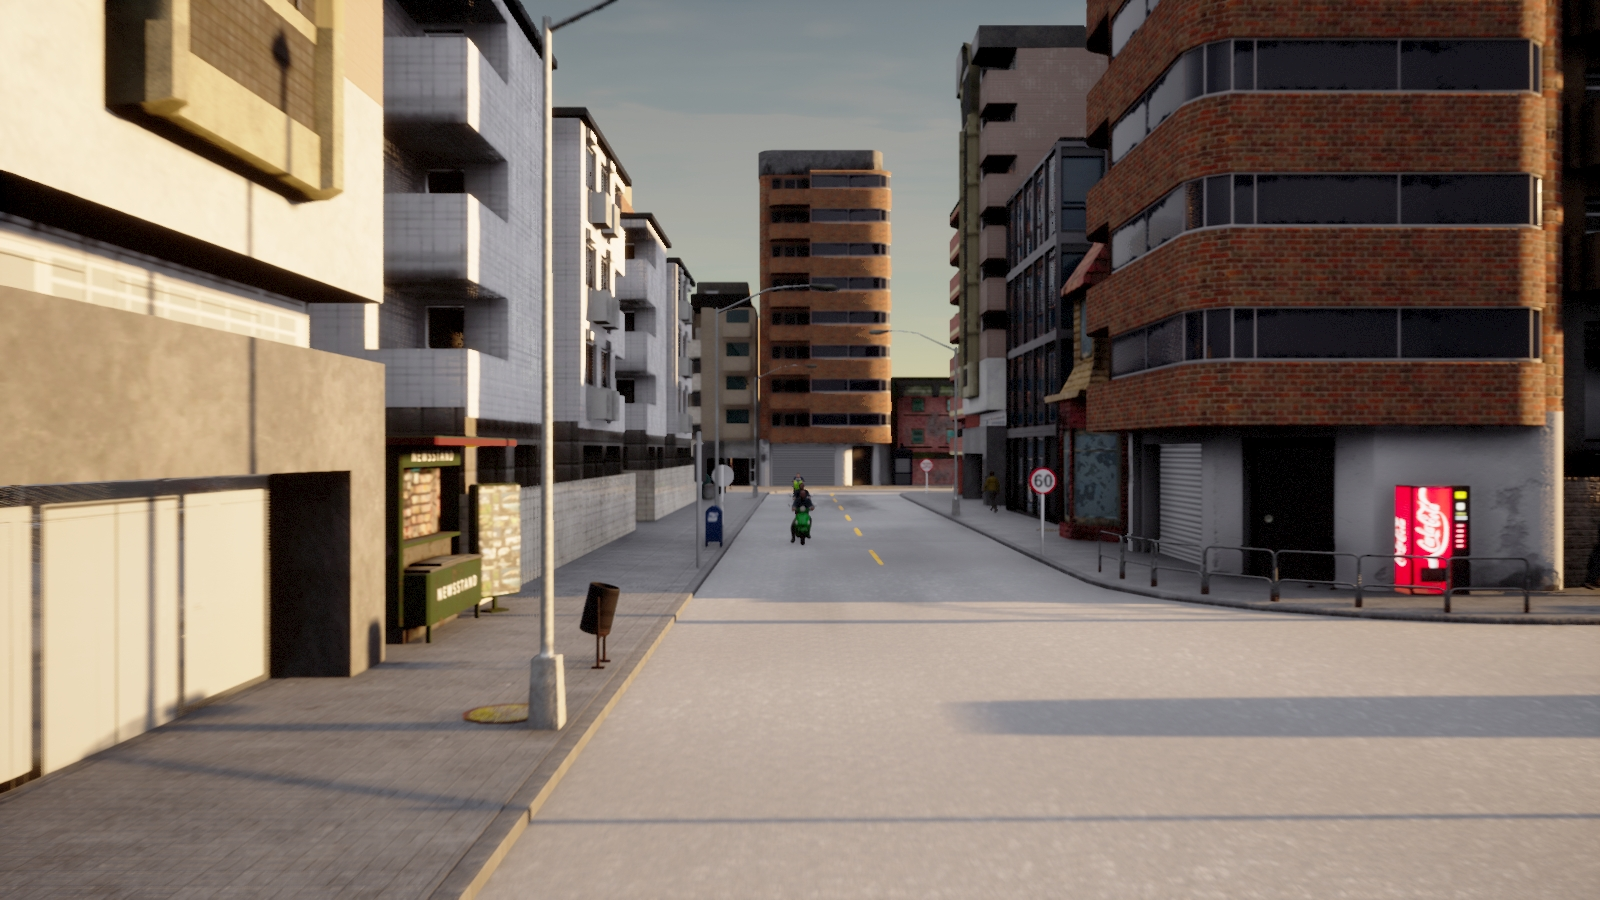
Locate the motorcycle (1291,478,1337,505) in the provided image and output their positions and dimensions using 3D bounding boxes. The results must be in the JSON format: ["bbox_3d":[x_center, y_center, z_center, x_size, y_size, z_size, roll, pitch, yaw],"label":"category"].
[{"bbox_3d":[24.403,1.962,54.230,1.805,1.236,0.856,0,0,2],"label":"motorcycle"}]

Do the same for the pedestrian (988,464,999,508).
[{"bbox_3d":[8.224,1.523,48.622,0.375,1.860,0.375,0,0,-8],"label":"pedestrian"}]

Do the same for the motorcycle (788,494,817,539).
[{"bbox_3d":[0.070,1.962,34.172,0.856,1.236,1.805,0,0,0],"label":"motorcycle"}]

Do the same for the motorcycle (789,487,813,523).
[{"bbox_3d":[0.043,1.962,41.098,0.856,1.236,1.805,0,0,0],"label":"motorcycle"}]
